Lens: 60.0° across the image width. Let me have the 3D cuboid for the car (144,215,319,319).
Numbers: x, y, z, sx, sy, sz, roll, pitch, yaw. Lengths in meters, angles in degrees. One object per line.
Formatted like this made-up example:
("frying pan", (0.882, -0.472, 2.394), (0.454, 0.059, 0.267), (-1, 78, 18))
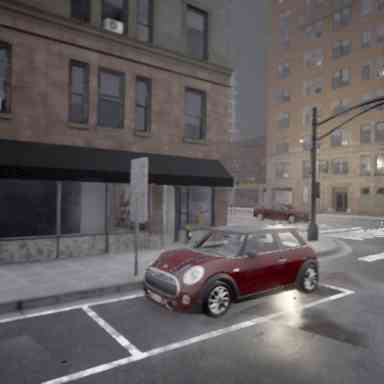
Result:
("car", (0.970, 1.495, 7.448), (4.097, 1.590, 1.967), (1, 0, -35))

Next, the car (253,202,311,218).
("car", (7.139, 1.624, 26.371), (1.882, 1.535, 5.008), (1, -1, -37))
